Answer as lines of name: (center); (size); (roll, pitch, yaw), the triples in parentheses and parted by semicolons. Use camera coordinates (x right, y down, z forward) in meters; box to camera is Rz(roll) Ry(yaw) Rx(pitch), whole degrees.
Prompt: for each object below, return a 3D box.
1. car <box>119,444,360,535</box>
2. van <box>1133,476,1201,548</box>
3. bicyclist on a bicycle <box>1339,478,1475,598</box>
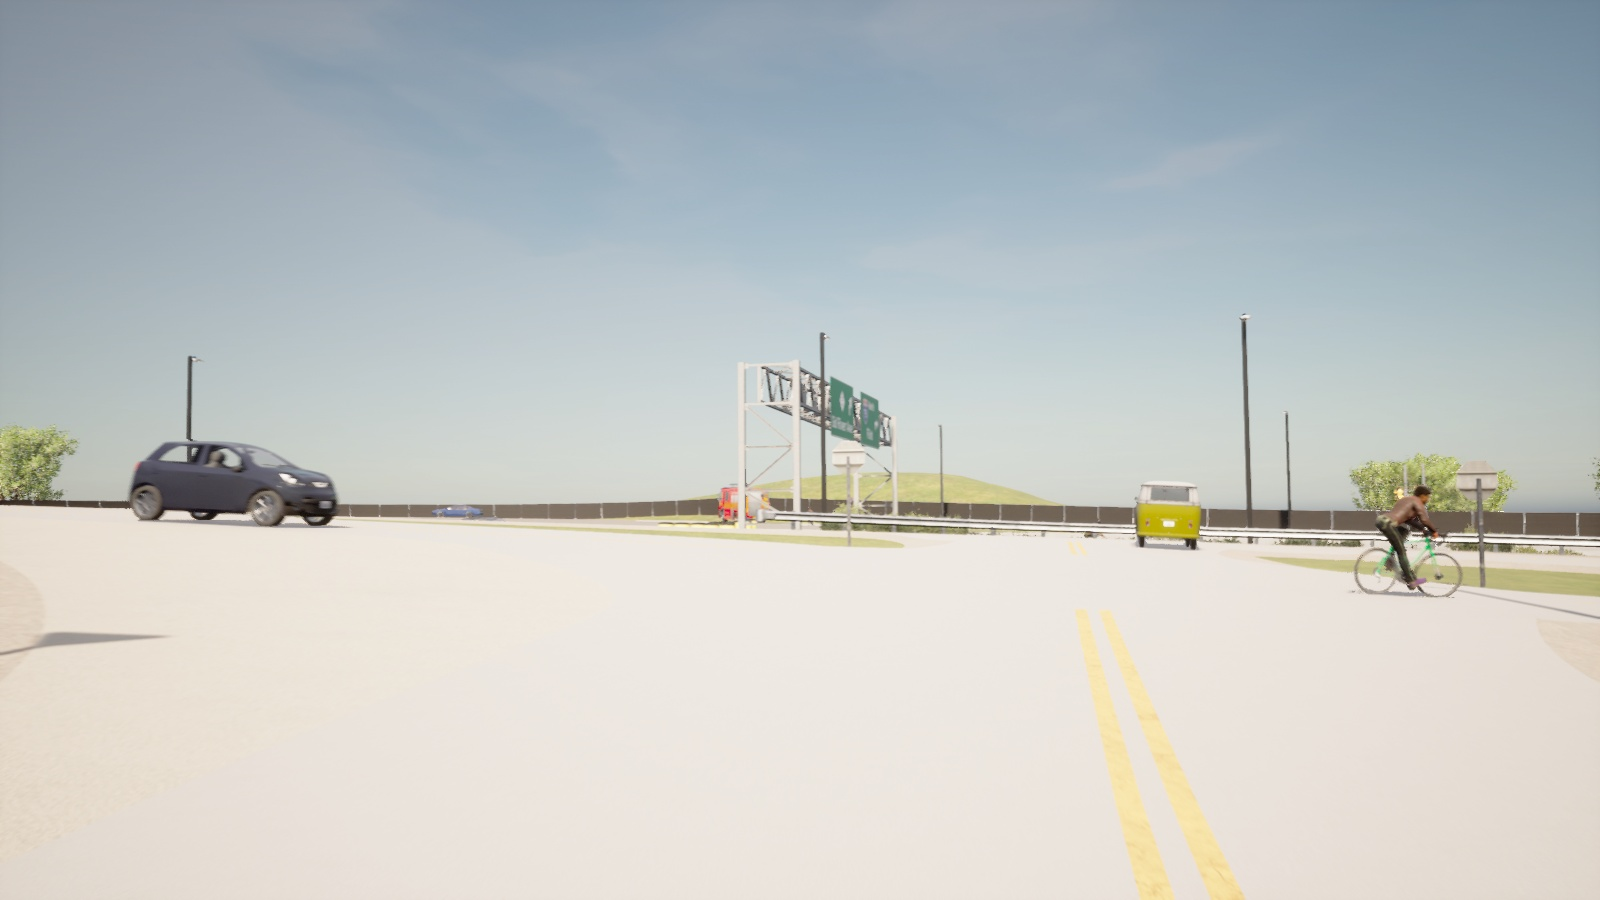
car: (-10.307, 0.728, 23.192); (3.633, 1.501, 1.845); (1, -3, 14)
van: (11.103, 1.852, 38.179); (1.775, 1.987, 4.442); (2, -2, 14)
bicyclist on a bicycle: (8.835, 1.270, 18.296); (1.656, 1.620, 0.582); (3, 0, -6)
